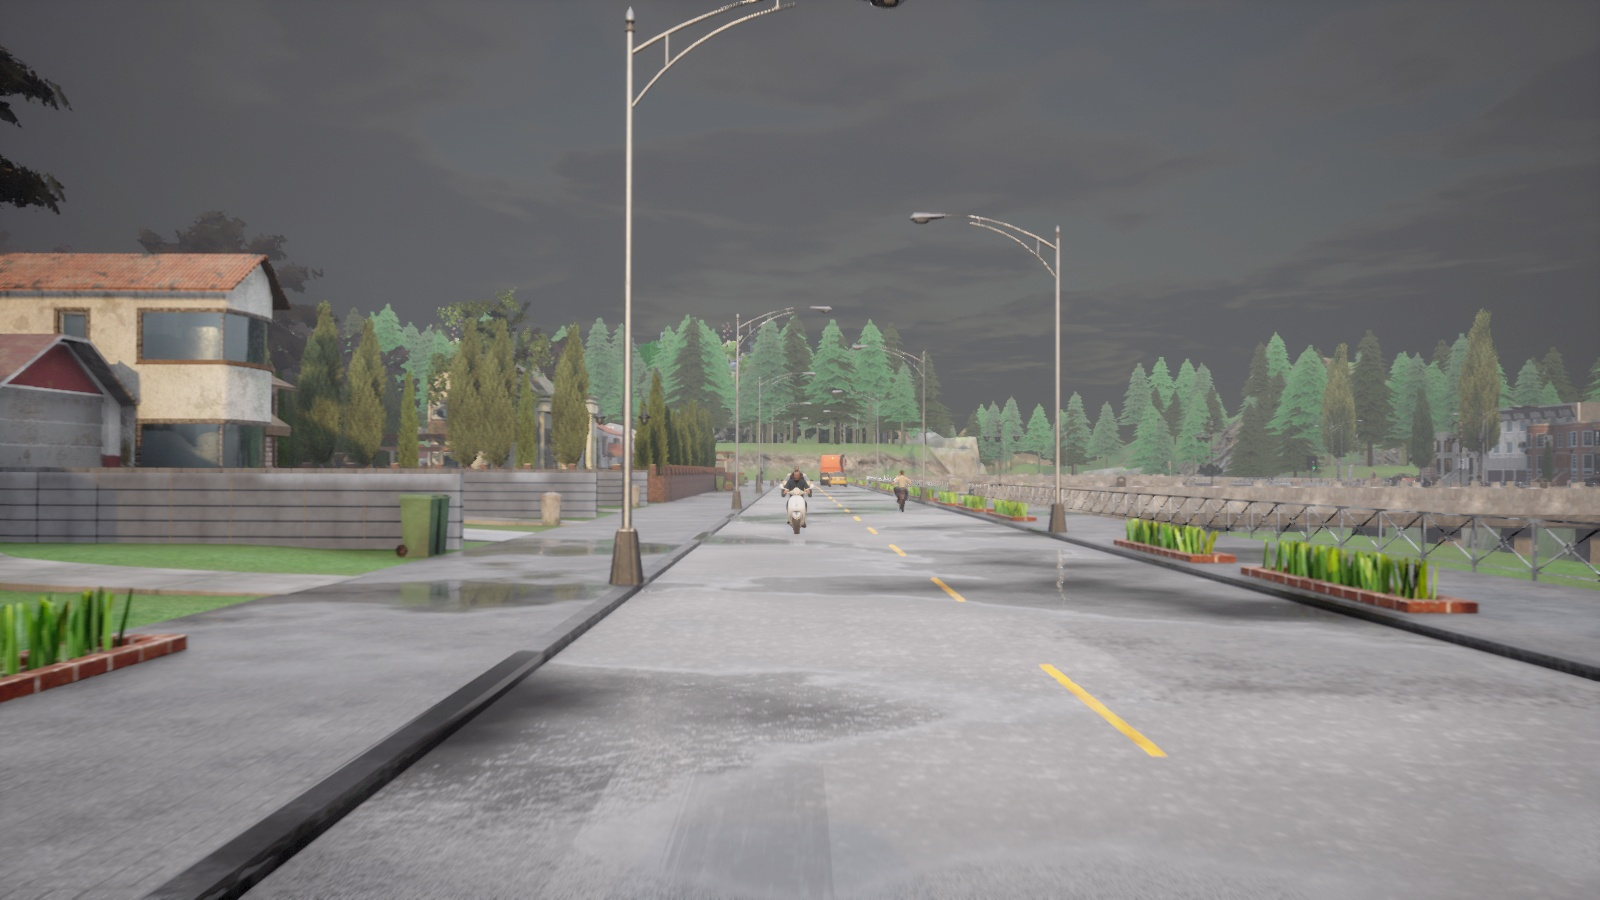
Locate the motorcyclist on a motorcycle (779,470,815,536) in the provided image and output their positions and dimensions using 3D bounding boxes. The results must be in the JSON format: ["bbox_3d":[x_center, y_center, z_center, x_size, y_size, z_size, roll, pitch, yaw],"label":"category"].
[{"bbox_3d":[-0.074,1.293,31.314,0.866,1.590,1.817,0,-1,0],"label":"motorcyclist on a motorcycle"}]

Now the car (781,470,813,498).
[{"bbox_3d":[-0.177,2.016,75.356,1.801,1.575,5.366,0,-1,0],"label":"car"}]
